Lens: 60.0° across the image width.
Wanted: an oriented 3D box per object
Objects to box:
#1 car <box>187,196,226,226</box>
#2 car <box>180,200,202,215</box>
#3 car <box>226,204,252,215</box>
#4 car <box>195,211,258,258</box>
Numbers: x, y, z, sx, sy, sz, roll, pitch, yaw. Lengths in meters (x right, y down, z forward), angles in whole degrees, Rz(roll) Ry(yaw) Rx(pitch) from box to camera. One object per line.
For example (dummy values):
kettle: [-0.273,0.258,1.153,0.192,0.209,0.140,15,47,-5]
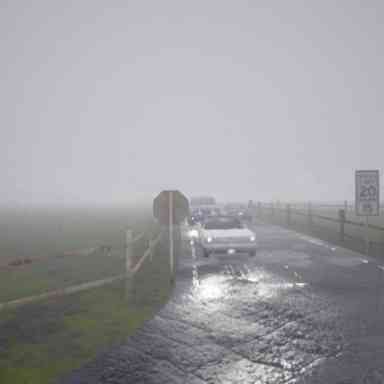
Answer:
car: [0.795,1.322,24.737,2.150,2.045,5.566,-1,0,-4]
car: [-0.235,1.711,37.821,2.033,1.411,5.357,-1,0,-6]
car: [3.528,1.641,27.195,1.994,1.385,4.181,-1,0,-4]
car: [1.247,1.651,13.155,1.895,1.301,4.718,-1,0,-1]
